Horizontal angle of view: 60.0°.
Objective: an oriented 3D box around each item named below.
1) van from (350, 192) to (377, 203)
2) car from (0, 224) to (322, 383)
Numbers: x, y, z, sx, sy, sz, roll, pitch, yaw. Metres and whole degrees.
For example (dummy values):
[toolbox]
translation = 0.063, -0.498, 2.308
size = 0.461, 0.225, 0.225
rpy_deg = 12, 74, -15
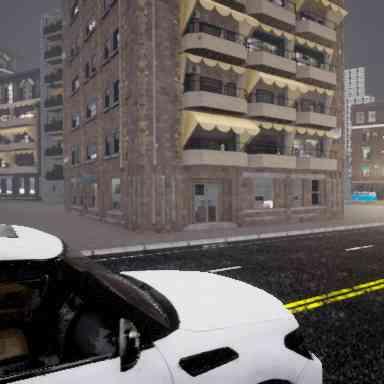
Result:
[van]
translation = 29.337, 0.882, 56.790
size = 3.998, 1.788, 1.690
rpy_deg = 1, 0, 25
[car]
translation = -1.611, 1.221, 2.188
size = 5.566, 2.045, 2.150
rpy_deg = 0, 0, -32
